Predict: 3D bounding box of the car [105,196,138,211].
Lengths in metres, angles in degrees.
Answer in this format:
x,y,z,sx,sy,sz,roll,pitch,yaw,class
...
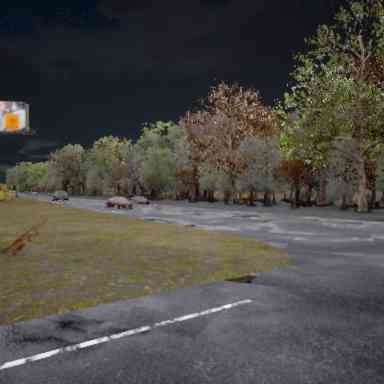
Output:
x,y,z,sx,sy,sz,roll,pitch,yaw,class
-8.406,1.251,38.063,1.882,1.535,5.008,0,0,-34,car

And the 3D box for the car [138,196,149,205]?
x,y,z,sx,sy,sz,roll,pitch,yaw,class
-8.144,1.271,50.145,1.994,1.385,4.181,0,0,-34,car

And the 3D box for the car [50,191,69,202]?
x,y,z,sx,sy,sz,roll,pitch,yaw,class
-24.781,0.806,62.784,2.150,2.045,5.566,0,1,-31,car
